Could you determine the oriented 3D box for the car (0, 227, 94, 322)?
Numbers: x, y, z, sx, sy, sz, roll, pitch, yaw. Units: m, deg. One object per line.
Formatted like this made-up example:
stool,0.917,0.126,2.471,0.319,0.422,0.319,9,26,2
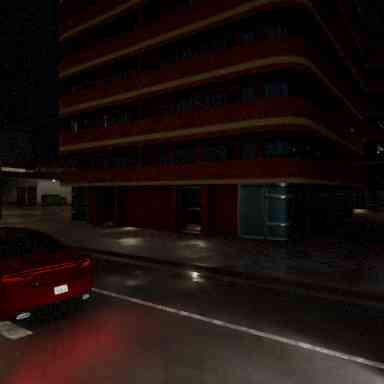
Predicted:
car,-4.207,1.478,6.996,5.008,1.535,1.882,0,0,35
